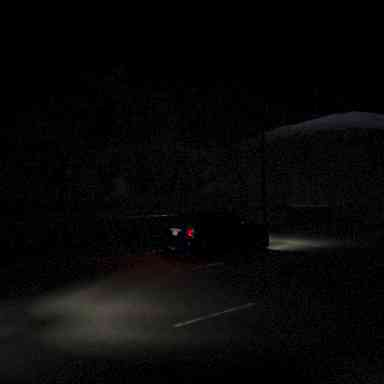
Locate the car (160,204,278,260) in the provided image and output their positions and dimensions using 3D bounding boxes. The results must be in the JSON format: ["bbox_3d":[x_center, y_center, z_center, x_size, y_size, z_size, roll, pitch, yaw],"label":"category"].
[{"bbox_3d":[1.047,1.516,13.369,4.553,1.767,2.097,0,-1,-39],"label":"car"}]

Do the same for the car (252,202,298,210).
[{"bbox_3d":[8.743,1.859,34.823,1.882,1.535,5.008,-1,-1,44],"label":"car"}]

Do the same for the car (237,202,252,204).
[{"bbox_3d":[7.617,1.962,38.696,1.812,1.442,4.674,-1,-1,43],"label":"car"}]

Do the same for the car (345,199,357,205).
[{"bbox_3d":[32.422,2.068,67.651,1.882,1.535,5.008,-1,-1,29],"label":"car"}]

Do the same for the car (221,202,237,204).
[{"bbox_3d":[6.335,1.985,42.468,2.128,1.511,4.902,-1,-1,43],"label":"car"}]

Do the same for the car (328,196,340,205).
[{"bbox_3d":[30.910,1.788,72.470,2.150,2.045,5.566,-1,-1,27],"label":"car"}]

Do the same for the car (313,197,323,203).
[{"bbox_3d":[28.862,1.859,76.289,2.097,1.767,4.553,-1,-1,25],"label":"car"}]
